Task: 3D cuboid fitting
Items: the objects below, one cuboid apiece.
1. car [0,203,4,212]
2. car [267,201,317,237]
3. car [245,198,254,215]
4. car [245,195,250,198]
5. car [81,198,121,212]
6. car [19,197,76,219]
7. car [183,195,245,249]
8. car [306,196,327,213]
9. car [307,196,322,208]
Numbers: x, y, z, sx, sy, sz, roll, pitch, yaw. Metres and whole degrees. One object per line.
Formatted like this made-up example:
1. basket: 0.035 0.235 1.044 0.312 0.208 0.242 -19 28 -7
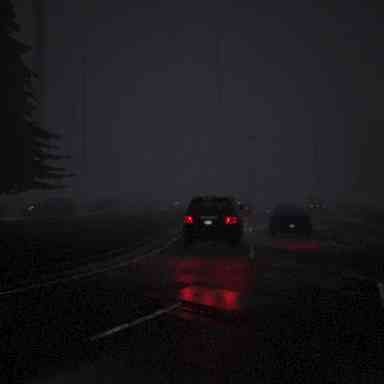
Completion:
1. car: -20.563 1.479 31.362 1.882 1.535 5.008 0 0 44
2. car: 5.113 1.424 17.850 1.882 1.535 5.008 0 0 11
3. car: 4.932 1.518 32.308 1.895 1.301 4.718 0 0 16
4. car: 10.633 1.323 68.636 2.128 1.511 4.902 0 0 25
5. car: -10.301 1.444 37.957 2.128 1.511 4.902 0 0 36
6. car: -12.755 1.332 29.534 2.097 1.767 4.553 0 0 42
7. car: 1.061 1.187 14.623 2.150 2.045 5.566 0 0 10
8. car: 13.054 1.433 34.854 2.033 1.411 5.357 0 0 18
9. car: 16.580 1.355 44.988 1.837 1.490 4.892 0 -1 21
